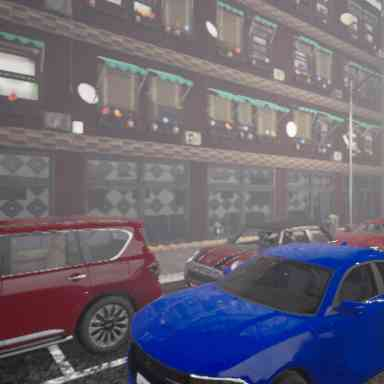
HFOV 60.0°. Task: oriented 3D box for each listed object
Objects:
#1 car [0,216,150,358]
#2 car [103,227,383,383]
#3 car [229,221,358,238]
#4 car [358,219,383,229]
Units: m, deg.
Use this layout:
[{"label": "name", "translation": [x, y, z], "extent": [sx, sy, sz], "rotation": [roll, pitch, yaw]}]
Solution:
[{"label": "car", "translation": [-2.781, 1.316, 4.573], "extent": [5.009, 1.841, 2.192], "rotation": [0, 0, -35]}, {"label": "car", "translation": [1.601, 1.493, 4.479], "extent": [5.008, 1.535, 1.882], "rotation": [0, 0, -35]}, {"label": "car", "translation": [1.807, 1.465, 7.843], "extent": [4.097, 1.590, 1.967], "rotation": [0, 0, -35]}, {"label": "car", "translation": [6.398, 1.593, 11.114], "extent": [4.507, 1.381, 1.887], "rotation": [0, 0, -35]}]
